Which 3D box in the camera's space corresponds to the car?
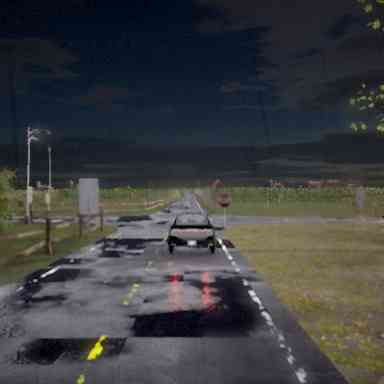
[{"bbox_3d":[0.003,1.620,14.284,2.128,1.511,4.902,0,0,0],"label":"car"}]
